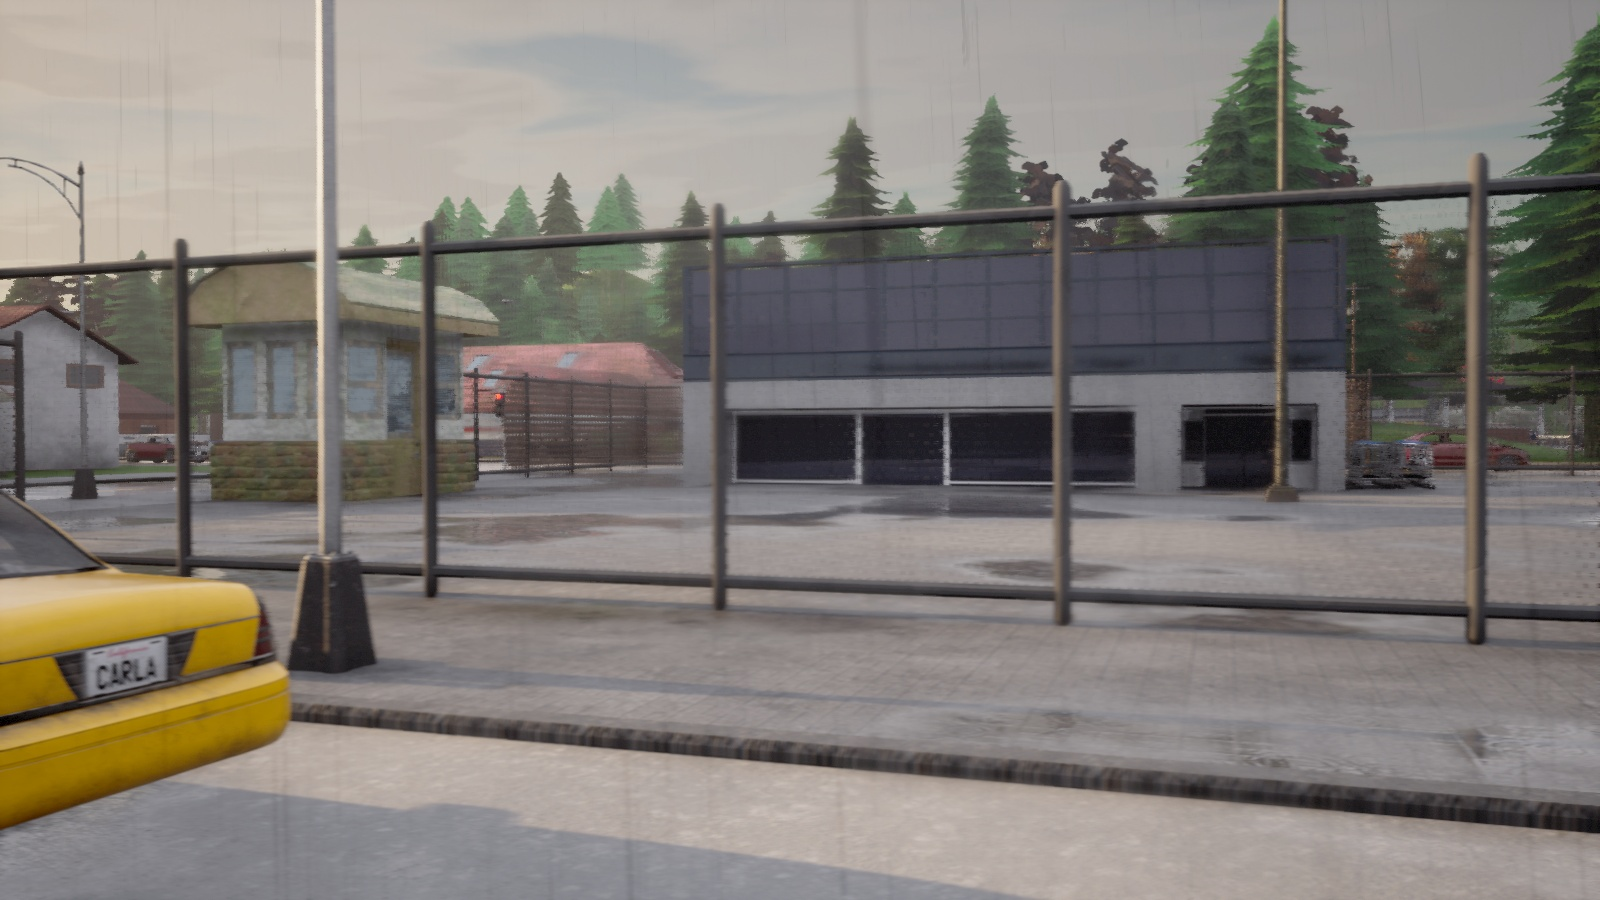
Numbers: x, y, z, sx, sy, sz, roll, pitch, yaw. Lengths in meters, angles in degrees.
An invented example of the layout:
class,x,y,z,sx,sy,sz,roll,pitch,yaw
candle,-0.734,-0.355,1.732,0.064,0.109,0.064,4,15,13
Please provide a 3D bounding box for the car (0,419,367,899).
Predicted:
class,x,y,z,sx,sy,sz,roll,pitch,yaw
car,-4.574,0.665,5.190,5.366,1.575,1.801,1,1,21

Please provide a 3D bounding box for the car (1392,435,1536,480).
class,x,y,z,sx,sy,sz,roll,pitch,yaw
car,23.053,0.226,43.773,4.193,1.474,1.816,1,1,19

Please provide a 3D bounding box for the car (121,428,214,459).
class,x,y,z,sx,sy,sz,roll,pitch,yaw
car,-31.227,-0.319,62.015,3.806,1.475,1.970,1,1,18
